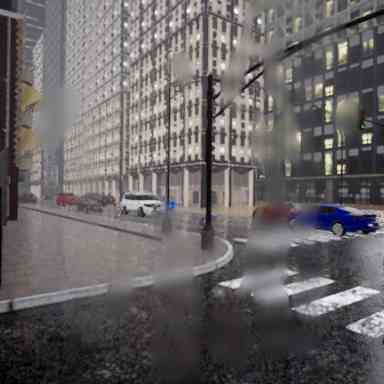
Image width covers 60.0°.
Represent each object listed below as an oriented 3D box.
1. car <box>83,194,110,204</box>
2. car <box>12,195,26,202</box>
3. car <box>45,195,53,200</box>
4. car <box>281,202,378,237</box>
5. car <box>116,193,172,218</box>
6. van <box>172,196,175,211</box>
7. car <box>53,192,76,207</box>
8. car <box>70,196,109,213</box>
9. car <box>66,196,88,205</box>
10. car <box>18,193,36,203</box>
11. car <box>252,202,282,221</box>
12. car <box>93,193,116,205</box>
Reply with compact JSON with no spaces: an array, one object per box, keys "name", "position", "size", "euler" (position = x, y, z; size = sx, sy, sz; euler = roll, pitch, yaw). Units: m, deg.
[{"name":"car","position":[-14.005,1.428,48.390],"size":[1.812,1.442,4.674],"euler":[1,-1,-35]},{"name":"car","position":[-36.494,1.351,70.142],"size":[1.947,1.339,4.313],"euler":[1,-1,-35]},{"name":"car","position":[-36.204,1.489,84.204],"size":[1.802,1.307,4.206],"euler":[1,-1,-35]},{"name":"car","position":[7.370,1.426,17.961],"size":[1.882,1.535,5.008],"euler":[2,-1,-26]},{"name":"car","position":[-4.342,1.101,29.346],"size":[2.150,2.045,5.566],"euler":[1,0,-35]},{"name":"van","position":[-3.495,1.301,38.152],"size":[1.690,1.788,3.998],"euler":[1,-1,-35]},{"name":"car","position":[-18.417,1.077,49.324],"size":[2.150,2.045,5.566],"euler":[1,-1,-35]},{"name":"car","position":[-10.331,1.381,33.299],"size":[2.008,1.369,4.403],"euler":[1,-1,-35]},{"name":"car","position":[-19.458,1.439,55.979],"size":[2.033,1.411,5.357],"euler":[1,-1,-35]},{"name":"car","position":[-29.950,1.109,60.933],"size":[2.192,1.841,5.009],"euler":[1,-1,-35]},{"name":"car","position":[6.315,1.424,24.334],"size":[1.967,1.590,4.097],"euler":[1,-1,-35]},{"name":"car","position":[-13.879,1.297,53.502],"size":[2.097,1.767,4.553],"euler":[1,-1,-35]}]
